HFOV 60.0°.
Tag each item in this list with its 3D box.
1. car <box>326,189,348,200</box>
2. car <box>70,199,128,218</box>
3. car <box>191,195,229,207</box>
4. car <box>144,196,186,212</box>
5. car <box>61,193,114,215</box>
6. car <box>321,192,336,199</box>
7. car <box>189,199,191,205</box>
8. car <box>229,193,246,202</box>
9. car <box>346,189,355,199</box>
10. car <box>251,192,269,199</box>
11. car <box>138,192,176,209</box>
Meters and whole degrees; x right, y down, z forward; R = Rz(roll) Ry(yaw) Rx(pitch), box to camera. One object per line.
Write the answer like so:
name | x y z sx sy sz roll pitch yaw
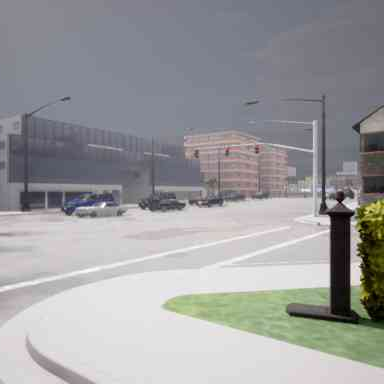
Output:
car | 25.898 0.680 59.455 1.837 1.490 4.892 0 0 35
car | -8.043 1.547 29.683 1.895 1.301 4.718 0 0 35
car | 2.487 1.210 44.702 2.128 1.511 4.902 0 1 35
car | -2.784 1.486 37.186 1.895 1.301 4.718 0 1 35
car | -10.078 1.163 32.882 2.150 2.045 5.566 0 0 35
car | 28.679 0.719 69.690 1.812 1.442 4.674 0 -1 35
car | 1.468 1.238 49.346 1.895 1.301 4.718 0 2 35
car | 7.591 0.892 58.053 2.033 1.411 5.357 0 1 35
car | 31.589 0.422 67.746 2.150 2.045 5.566 0 -1 35
car | 13.764 0.725 66.735 2.033 1.411 5.357 0 0 36
car | -4.136 1.064 41.355 2.150 2.045 5.566 0 1 36
